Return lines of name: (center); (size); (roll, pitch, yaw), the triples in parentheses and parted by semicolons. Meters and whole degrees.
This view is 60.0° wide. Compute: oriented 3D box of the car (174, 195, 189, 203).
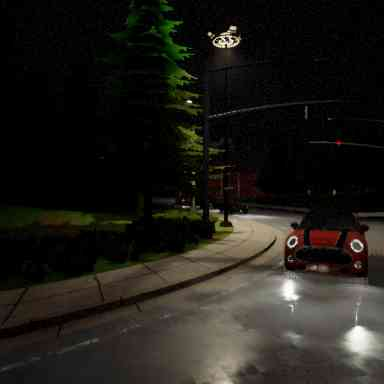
car: (-2.276, 1.500, 70.999); (2.128, 1.511, 4.902); (0, 0, -17)

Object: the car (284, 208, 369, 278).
car: (4.291, 1.351, 10.416); (2.097, 1.767, 4.553); (0, 0, 26)

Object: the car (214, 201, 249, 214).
car: (4.354, 1.601, 35.633); (1.895, 1.301, 4.718); (0, 0, -15)

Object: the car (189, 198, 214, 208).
car: (1.674, 1.221, 45.322); (2.150, 2.045, 5.566); (0, 0, -16)

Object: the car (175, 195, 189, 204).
car: (-1.202, 1.352, 55.210); (2.097, 1.767, 4.553); (0, 0, -17)
